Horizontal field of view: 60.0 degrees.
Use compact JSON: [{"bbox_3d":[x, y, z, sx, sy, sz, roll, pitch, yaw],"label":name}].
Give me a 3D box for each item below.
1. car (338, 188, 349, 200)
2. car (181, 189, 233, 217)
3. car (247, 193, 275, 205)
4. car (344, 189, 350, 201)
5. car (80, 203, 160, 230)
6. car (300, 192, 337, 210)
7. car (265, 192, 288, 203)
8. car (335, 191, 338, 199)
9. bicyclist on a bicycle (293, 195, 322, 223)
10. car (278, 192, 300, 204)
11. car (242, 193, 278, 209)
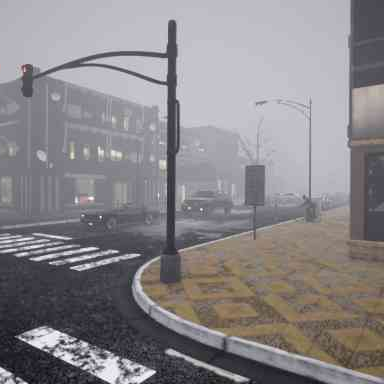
[{"bbox_3d":[24.213,0.572,54.552,2.033,1.411,5.357,1,1,36],"label":"car"},{"bbox_3d":[1.370,0.798,27.139,2.150,2.045,5.566,1,1,35],"label":"car"},{"bbox_3d":[8.863,0.821,42.620,1.887,1.381,4.507,2,2,35],"label":"car"},{"bbox_3d":[25.412,0.619,51.686,1.887,1.381,4.507,2,2,35],"label":"car"},{"bbox_3d":[-4.072,1.334,19.299,1.895,1.301,4.718,1,1,35],"label":"car"},{"bbox_3d":[12.650,0.993,33.068,2.008,1.369,4.403,2,2,35],"label":"car"},{"bbox_3d":[12.102,0.767,47.242,1.802,1.307,4.206,2,2,35],"label":"car"},{"bbox_3d":[18.531,0.788,46.316,1.895,1.301,4.718,1,1,35],"label":"car"},{"bbox_3d":[6.775,1.003,19.598,1.656,1.620,0.582,0,1,35],"label":"bicyclist on a bicycle"},{"bbox_3d":[12.954,0.772,43.800,1.812,1.442,4.674,1,1,34],"label":"car"},{"bbox_3d":[7.081,1.014,35.388,1.895,1.301,4.718,1,1,35],"label":"car"}]
